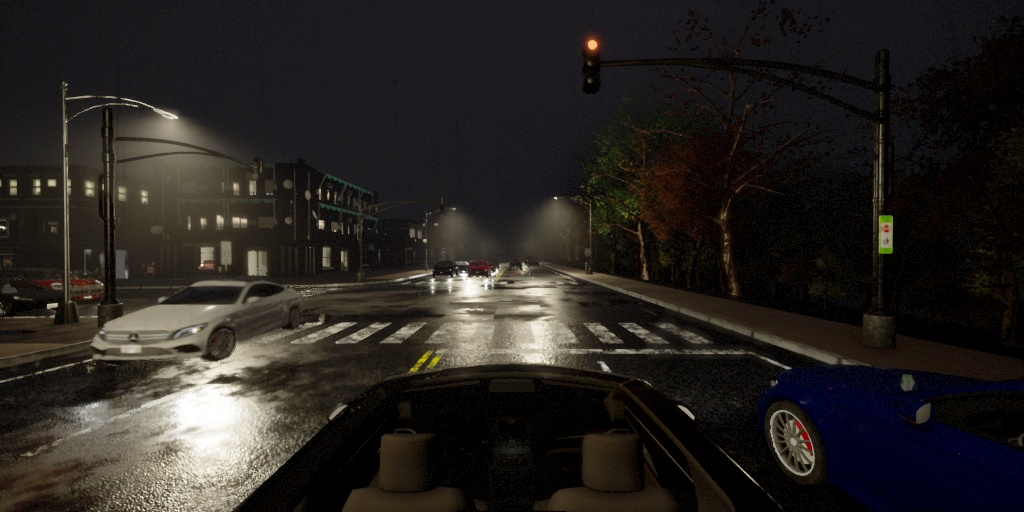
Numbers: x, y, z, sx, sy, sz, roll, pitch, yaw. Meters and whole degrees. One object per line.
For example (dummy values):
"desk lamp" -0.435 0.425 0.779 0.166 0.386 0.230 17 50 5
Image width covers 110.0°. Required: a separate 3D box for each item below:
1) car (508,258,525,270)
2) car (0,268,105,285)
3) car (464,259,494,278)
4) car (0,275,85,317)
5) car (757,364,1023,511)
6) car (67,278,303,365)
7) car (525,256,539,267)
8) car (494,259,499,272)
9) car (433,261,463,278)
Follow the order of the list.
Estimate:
"car" 0.495 1.234 51.276 1.837 1.490 4.892 0 -1 0
"car" -21.788 1.346 16.547 4.553 1.767 2.097 -1 1 1
"car" -3.074 1.217 34.580 1.882 1.535 5.008 0 0 1
"car" -19.854 1.565 13.822 4.313 1.339 1.948 0 0 1
"car" 3.355 1.276 1.635 1.812 1.442 4.674 0 0 1
"car" -6.549 1.275 8.227 1.812 1.442 4.674 1 0 -7
"car" 3.853 1.204 64.701 1.882 1.535 5.008 0 0 1
"car" -2.994 1.261 44.641 1.812 1.442 4.674 0 0 1
"car" -6.330 1.217 34.738 1.882 1.535 5.008 0 0 1
